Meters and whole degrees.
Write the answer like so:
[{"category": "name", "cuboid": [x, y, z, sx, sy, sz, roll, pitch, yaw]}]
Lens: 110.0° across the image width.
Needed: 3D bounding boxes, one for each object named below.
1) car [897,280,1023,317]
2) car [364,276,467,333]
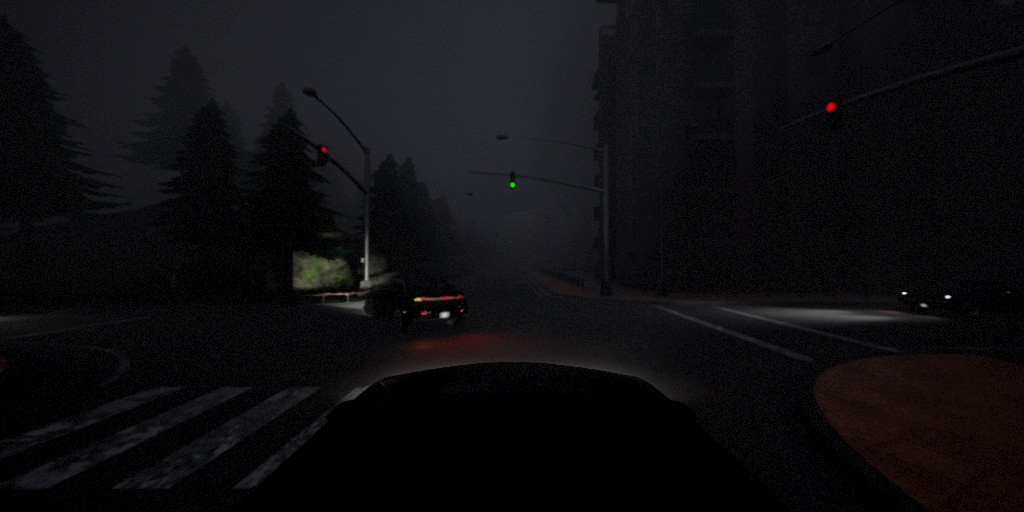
[{"category": "car", "cuboid": [17.718, 1.555, 13.502, 4.718, 1.301, 1.895, 0, -1, 1]}, {"category": "car", "cuboid": [-3.199, 1.364, 11.419, 2.128, 1.511, 4.902, 1, -1, -36]}]
